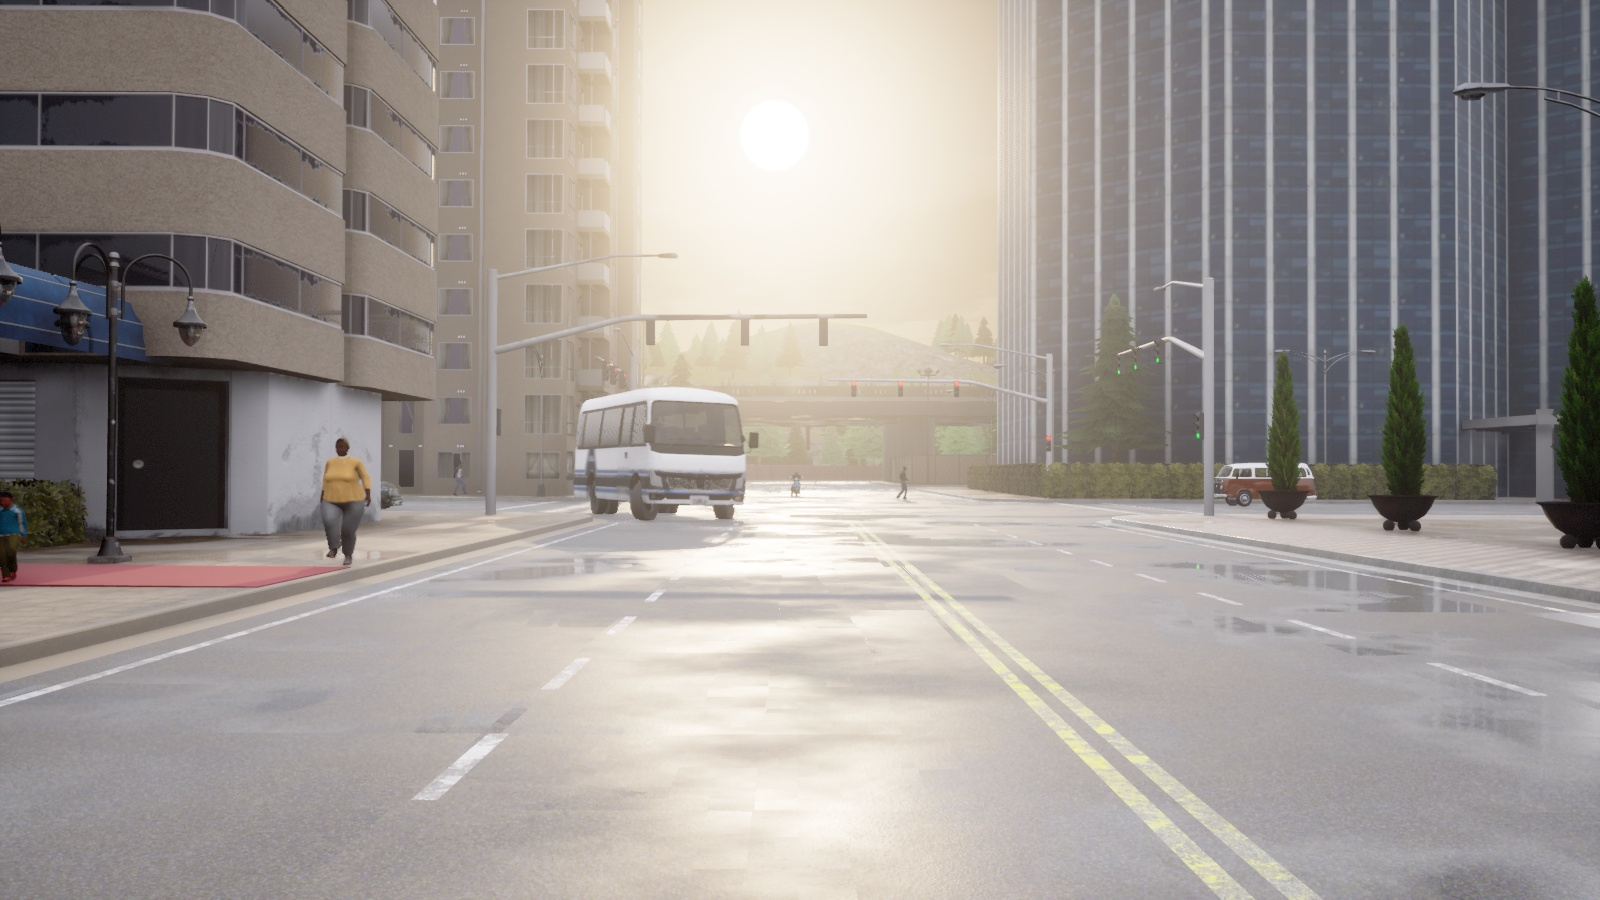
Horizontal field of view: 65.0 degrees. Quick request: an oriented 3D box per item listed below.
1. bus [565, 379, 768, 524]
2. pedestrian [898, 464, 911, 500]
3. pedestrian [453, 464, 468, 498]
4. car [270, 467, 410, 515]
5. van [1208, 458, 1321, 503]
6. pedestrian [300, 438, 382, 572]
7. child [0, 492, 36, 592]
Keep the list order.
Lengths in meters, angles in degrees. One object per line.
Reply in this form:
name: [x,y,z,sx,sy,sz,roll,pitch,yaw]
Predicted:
bus: [-4.813,0.165,42.251,3.944,4.253,10.273,2,-2,-23]
pedestrian: [5.588,1.689,67.017,0.666,1.930,0.402,0,-1,3]
pedestrian: [-18.161,1.672,67.224,0.706,1.836,0.354,0,-1,-1]
car: [-17.391,1.540,47.629,4.553,1.767,2.097,0,-1,-1]
van: [21.638,1.433,58.627,4.480,2.038,2.069,0,-1,-1]
pedestrian: [-6.558,0.773,17.977,0.874,1.855,0.900,0,-1,-2]
child: [-9.541,1.106,15.209,0.343,1.192,0.448,0,-1,-9]
